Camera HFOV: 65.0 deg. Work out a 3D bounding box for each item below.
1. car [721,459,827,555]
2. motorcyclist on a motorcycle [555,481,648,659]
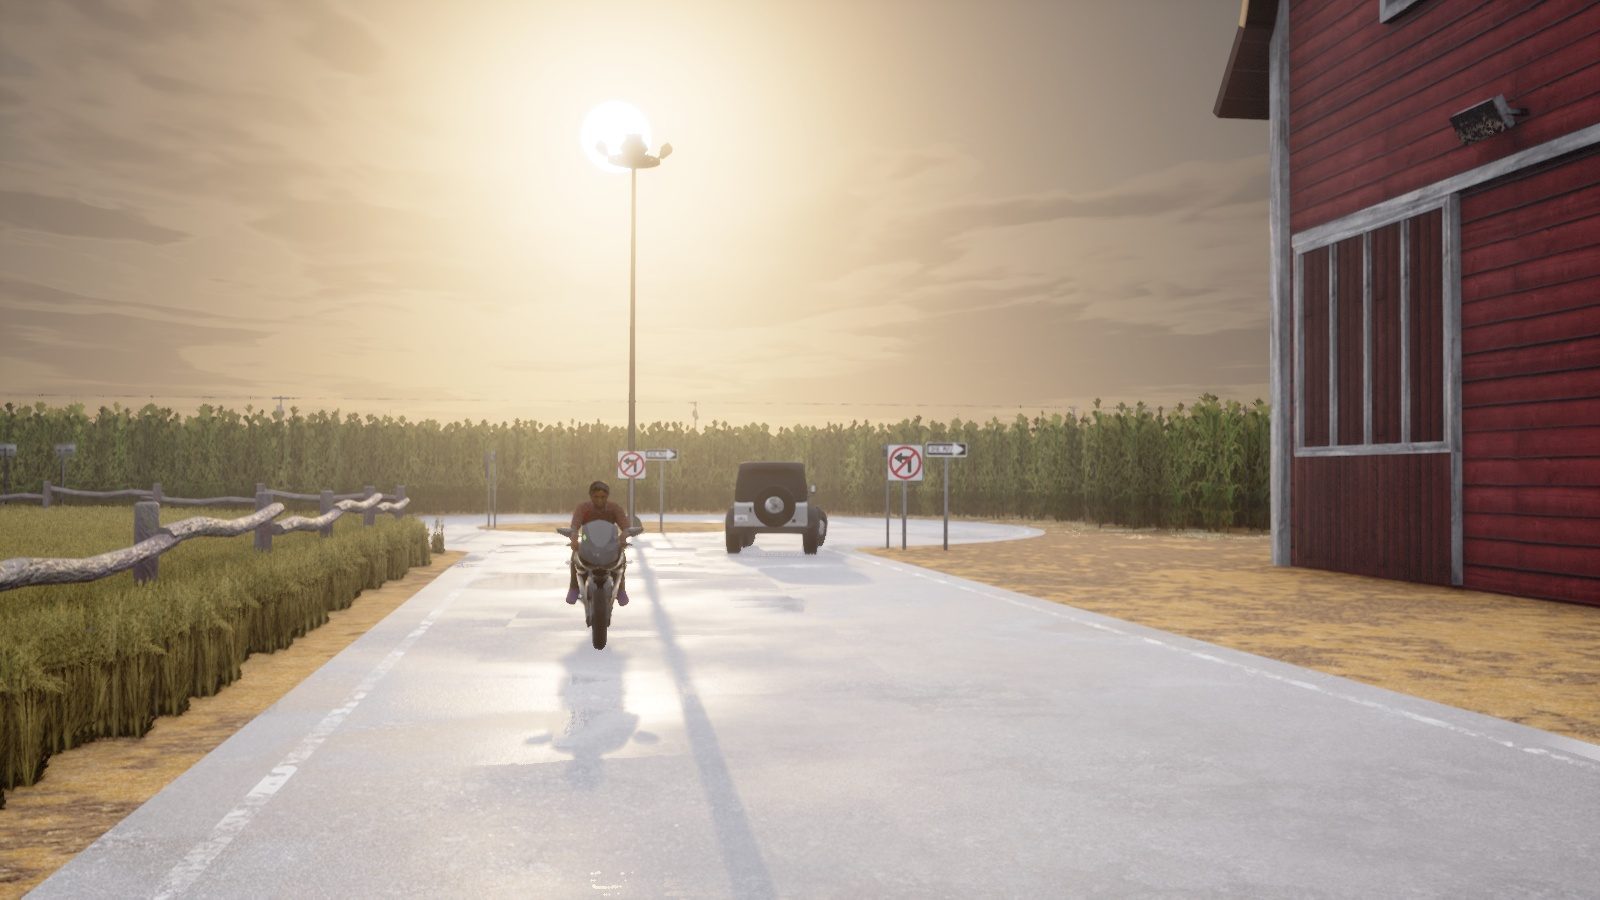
[{"bbox_3d":[-0.472,1.175,26.726,1.905,1.878,3.866,-1,-1,4],"label":"car"},{"bbox_3d":[-1.898,1.057,11.902,0.797,1.523,2.044,0,-1,-10],"label":"motorcyclist on a motorcycle"}]
